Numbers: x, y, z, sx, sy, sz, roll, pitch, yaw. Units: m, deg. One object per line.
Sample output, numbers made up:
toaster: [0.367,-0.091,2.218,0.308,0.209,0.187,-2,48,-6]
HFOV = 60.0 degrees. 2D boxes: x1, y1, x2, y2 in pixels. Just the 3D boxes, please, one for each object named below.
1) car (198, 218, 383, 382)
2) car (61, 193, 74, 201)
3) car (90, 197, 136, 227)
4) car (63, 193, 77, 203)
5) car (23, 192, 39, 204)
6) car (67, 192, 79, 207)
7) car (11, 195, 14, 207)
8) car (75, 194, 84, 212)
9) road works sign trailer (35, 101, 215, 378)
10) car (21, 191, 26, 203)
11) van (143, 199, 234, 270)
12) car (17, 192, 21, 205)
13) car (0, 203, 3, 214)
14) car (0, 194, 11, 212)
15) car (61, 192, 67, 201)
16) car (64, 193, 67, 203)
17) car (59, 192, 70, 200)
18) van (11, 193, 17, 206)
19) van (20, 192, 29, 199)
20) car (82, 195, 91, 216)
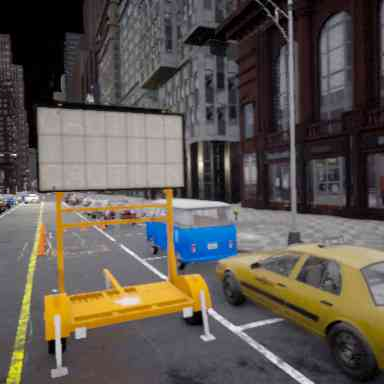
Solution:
car: [1.983,1.356,5.157,1.752,1.417,4.829,-2,1,-24]
car: [-23.044,0.954,61.694,1.947,1.339,4.313,-2,1,-24]
car: [-4.795,1.151,20.461,1.967,1.590,4.097,-2,1,-24]
car: [-20.763,0.973,56.540,1.887,1.381,4.507,-2,1,-24]
car: [-25.965,1.144,54.068,1.812,1.442,4.674,-2,1,-24]
car: [-13.921,0.989,41.075,1.967,1.590,4.097,-2,1,-24]
car: [-21.706,1.373,37.622,1.887,1.381,4.507,-2,1,-24]
car: [-9.355,1.181,30.771,2.008,1.369,4.403,-2,1,-24]
road works sign trailer: [-1.290,0.373,5.649,2.380,3.560,2.880,-2,1,-24]
car: [-30.837,1.108,58.236,1.967,1.590,4.097,-2,1,-24]
van: [-0.235,1.133,10.151,1.690,1.788,3.998,-2,1,-24]
car: [-26.273,1.188,47.928,1.967,1.590,4.097,-2,1,-24]
car: [-17.142,1.475,27.314,1.947,1.339,4.313,-2,1,-24]
car: [-19.431,1.184,32.462,2.192,1.841,5.009,-2,1,-24]
car: [-18.489,0.784,51.381,2.192,1.841,5.009,-2,1,-24]
car: [-16.199,1.075,46.232,1.947,1.339,4.313,-2,1,-24]
car: [-27.611,0.749,71.998,1.967,1.590,4.097,-2,1,-24]
van: [-23.994,1.130,42.772,1.690,1.788,3.998,-2,1,-24]
van: [-42.248,0.813,84.004,1.690,1.788,3.998,-2,1,-24]
car: [-7.143,1.194,25.772,1.752,1.417,4.829,-2,1,-24]
